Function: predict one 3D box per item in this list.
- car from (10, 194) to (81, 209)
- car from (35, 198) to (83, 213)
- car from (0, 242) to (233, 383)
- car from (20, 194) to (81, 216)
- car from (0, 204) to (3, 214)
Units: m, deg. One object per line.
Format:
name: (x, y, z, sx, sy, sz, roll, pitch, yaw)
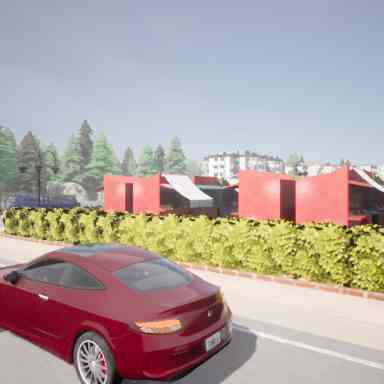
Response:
car: (-13.207, 1.276, 29.763, 2.150, 2.045, 5.566, 0, 0, 37)
car: (-15.463, 1.533, 38.895, 1.882, 1.535, 5.008, 0, 0, 36)
car: (-1.617, 1.526, 5.146, 4.674, 1.442, 1.812, 0, 0, 36)
car: (-14.459, 1.277, 34.344, 2.150, 2.045, 5.566, 0, 0, 36)
car: (-20.730, 1.407, 31.692, 2.097, 1.767, 4.553, 0, 0, 36)
